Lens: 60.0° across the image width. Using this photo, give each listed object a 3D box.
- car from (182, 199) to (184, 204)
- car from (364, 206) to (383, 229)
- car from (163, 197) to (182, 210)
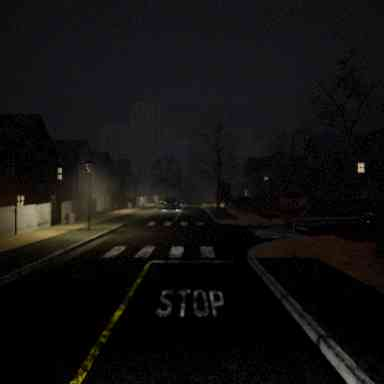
[{"bbox_3d":[-2.757,1.747,67.101,1.812,1.442,4.674,0,0,0],"label":"car"},{"bbox_3d":[11.499,1.279,17.116,4.902,1.511,2.128,-1,0,1],"label":"car"},{"bbox_3d":[-2.841,1.500,45.987,2.097,1.767,4.553,0,0,0],"label":"car"}]
